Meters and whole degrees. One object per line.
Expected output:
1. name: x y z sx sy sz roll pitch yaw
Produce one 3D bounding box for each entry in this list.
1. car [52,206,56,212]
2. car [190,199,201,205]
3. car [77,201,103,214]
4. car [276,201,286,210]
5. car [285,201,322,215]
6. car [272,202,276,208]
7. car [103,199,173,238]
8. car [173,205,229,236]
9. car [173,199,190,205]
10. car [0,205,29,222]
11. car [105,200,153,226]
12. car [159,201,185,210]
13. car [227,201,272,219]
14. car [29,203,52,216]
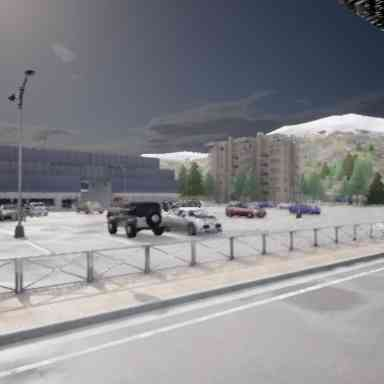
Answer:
1. car: -23.703 2.509 51.697 4.902 1.511 2.128 1 -1 -38
2. car: -0.555 2.001 51.906 1.932 1.855 4.605 0 -1 -37
3. car: -12.917 1.951 42.219 2.152 1.636 5.027 0 -1 -37
4. car: 16.481 2.258 55.131 1.970 1.475 3.806 0 -1 -37
5. car: 13.399 1.931 39.160 1.845 1.501 3.633 0 -1 -37
6. car: 14.452 2.392 62.865 1.845 1.501 3.633 0 -1 -37
7. car: -3.030 1.406 18.117 1.905 1.878 3.866 0 -1 -37
8. car: 0.005 1.701 19.603 1.970 1.475 3.806 0 -1 -37
9. car: -2.643 1.955 49.844 1.905 1.878 3.866 0 -1 -37
10. car: -16.618 1.907 30.291 2.007 1.523 4.514 0 -1 -37
11. car: -5.079 1.581 26.393 1.932 1.855 4.605 0 -1 -37
12. car: -3.939 2.671 66.507 4.902 1.511 2.128 1 -1 -37
13. car: 5.349 1.847 33.240 2.007 1.523 4.514 0 -1 -37
14. car: -17.877 1.984 38.134 1.970 1.475 3.806 0 -1 -37
